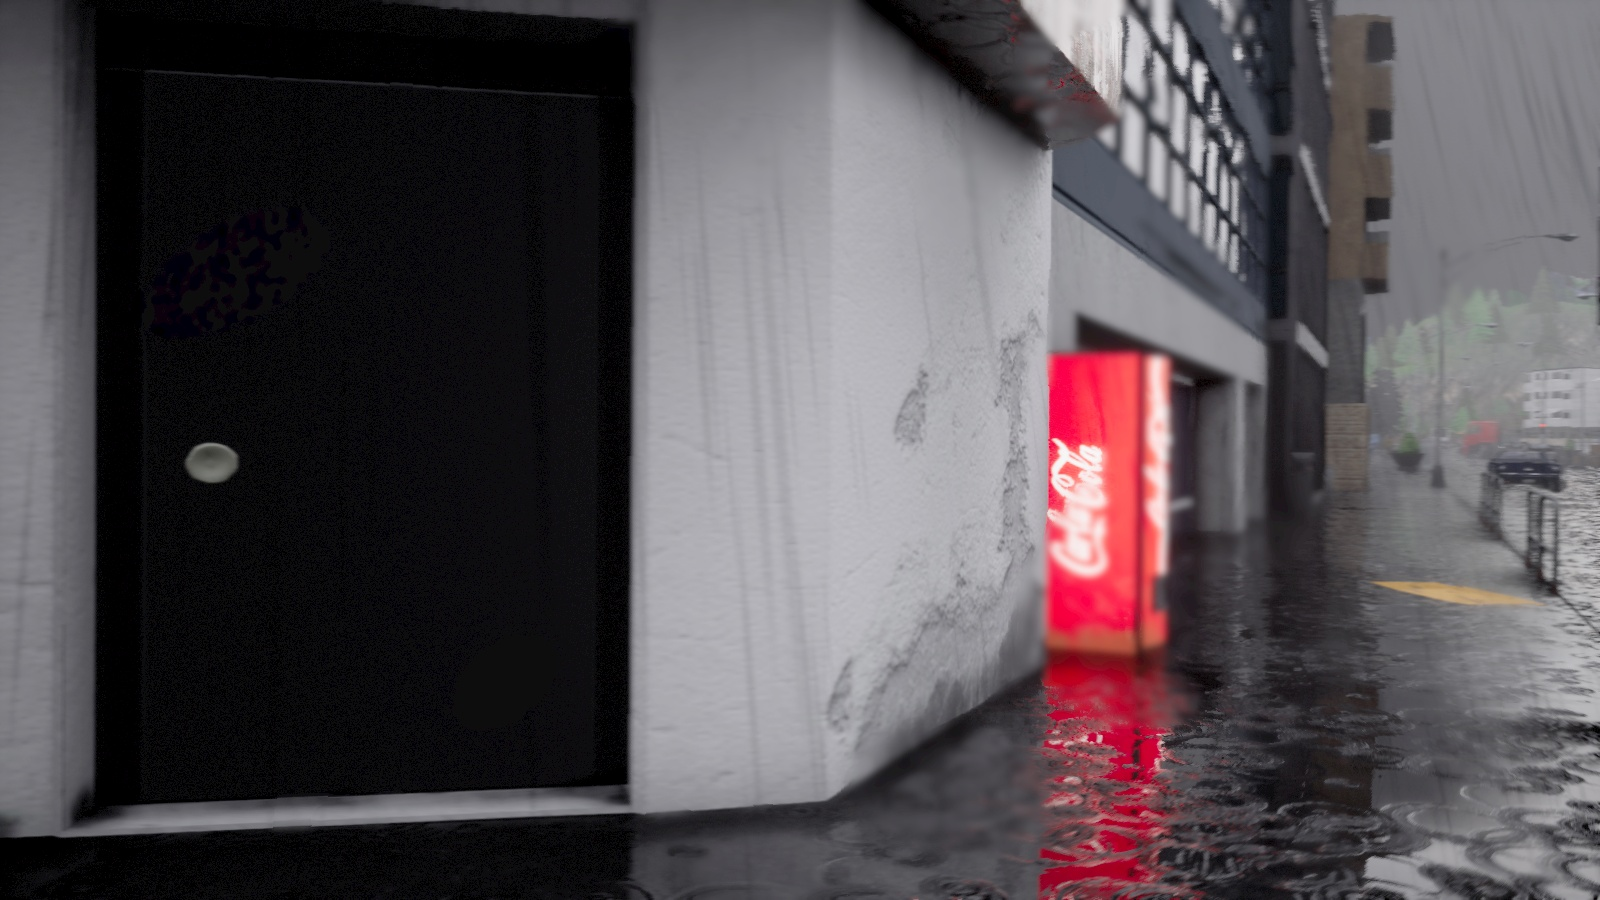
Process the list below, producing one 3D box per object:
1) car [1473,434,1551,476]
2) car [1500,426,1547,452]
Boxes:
[{"bbox_3d":[23.525,0.135,41.626,1.895,1.301,4.718,0,1,25],"label":"car"},{"bbox_3d":[44.900,-0.690,77.998,2.128,1.511,4.902,0,1,25],"label":"car"}]
